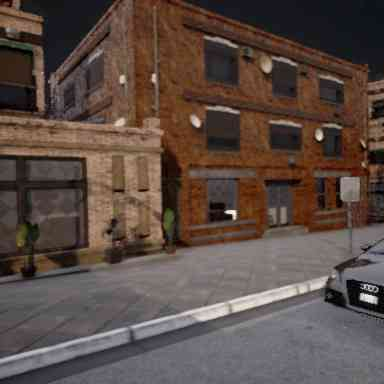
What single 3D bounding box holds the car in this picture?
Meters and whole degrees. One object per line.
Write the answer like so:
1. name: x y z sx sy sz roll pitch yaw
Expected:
1. car: 4.514 1.560 6.592 4.181 1.385 1.994 0 0 -35
